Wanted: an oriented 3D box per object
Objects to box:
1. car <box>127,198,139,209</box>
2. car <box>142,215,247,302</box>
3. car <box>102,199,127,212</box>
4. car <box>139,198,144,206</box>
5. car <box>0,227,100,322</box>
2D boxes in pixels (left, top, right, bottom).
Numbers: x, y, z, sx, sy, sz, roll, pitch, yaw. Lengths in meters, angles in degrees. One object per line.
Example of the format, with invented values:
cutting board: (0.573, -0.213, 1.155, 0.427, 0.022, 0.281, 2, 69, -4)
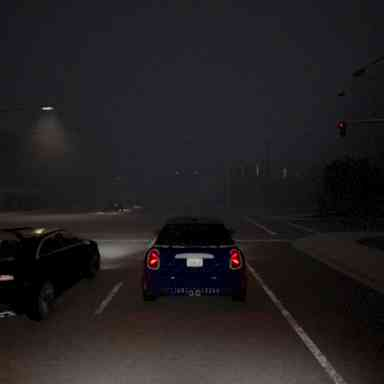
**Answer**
car: (-10.695, 1.934, 54.708, 2.128, 1.511, 4.902, 0, 0, 0)
car: (0.057, 1.373, 8.463, 2.097, 1.767, 4.553, 0, 0, 0)
car: (-10.684, 1.736, 44.930, 2.097, 1.767, 4.553, 0, -1, 0)
car: (-10.667, 1.870, 65.115, 2.128, 1.511, 4.902, 0, 1, 0)
car: (-3.447, 1.512, 7.240, 2.128, 1.511, 4.902, 0, 0, 0)
